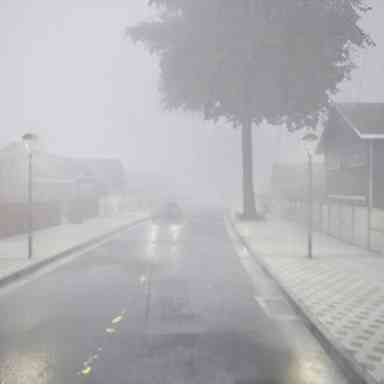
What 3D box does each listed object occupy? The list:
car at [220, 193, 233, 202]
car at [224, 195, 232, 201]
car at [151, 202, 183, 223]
[{"bbox_3d":[7.367,1.169,72.279,2.150,2.045,5.566,0,0,9],"label":"car"},{"bbox_3d":[8.947,1.404,82.550,1.837,1.490,4.892,0,0,9],"label":"car"},{"bbox_3d":[-1.765,1.469,24.885,1.812,1.442,4.674,0,0,5],"label":"car"}]
